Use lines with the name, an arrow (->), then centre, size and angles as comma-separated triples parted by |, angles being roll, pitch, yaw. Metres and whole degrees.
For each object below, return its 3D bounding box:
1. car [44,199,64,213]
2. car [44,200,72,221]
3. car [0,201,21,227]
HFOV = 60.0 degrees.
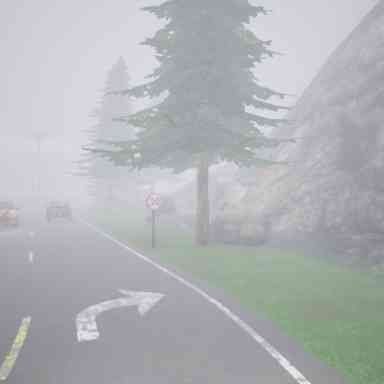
car -> -16.534, 1.603, 39.715 | 2.033, 1.411, 5.357 | 0, 0, -24
car -> -11.064, 1.528, 27.537 | 2.128, 1.511, 4.902 | 0, 0, -25
car -> -12.650, 1.384, 22.162 | 2.097, 1.767, 4.553 | 0, 0, -25
